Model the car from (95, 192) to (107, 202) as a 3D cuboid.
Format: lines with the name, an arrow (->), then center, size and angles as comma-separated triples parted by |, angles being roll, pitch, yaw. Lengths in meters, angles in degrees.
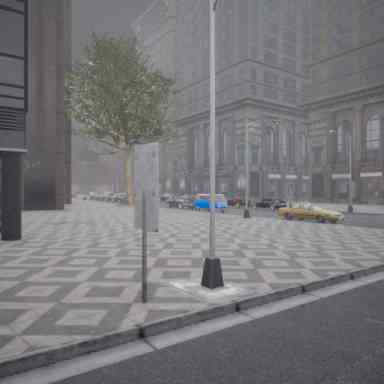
car -> -14.260, 0.915, 56.187 | 2.008, 1.369, 4.403 | 1, 0, -35

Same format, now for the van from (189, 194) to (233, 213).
van -> 1.852, 1.096, 33.174 | 1.690, 1.788, 3.998 | 1, 0, -35

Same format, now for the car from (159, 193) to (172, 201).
car -> -4.056, 0.887, 56.480 | 1.967, 1.590, 4.097 | 1, 0, -35

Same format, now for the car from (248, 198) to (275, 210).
car -> 8.828, 1.322, 38.072 | 1.947, 1.339, 4.313 | 1, 0, -35

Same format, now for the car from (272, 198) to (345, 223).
car -> 8.392, 1.403, 23.827 | 1.752, 1.417, 4.829 | 1, 0, -35

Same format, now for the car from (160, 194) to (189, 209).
car -> -1.372, 1.235, 37.777 | 2.008, 1.369, 4.403 | 1, 0, -35

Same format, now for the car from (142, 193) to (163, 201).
car -> -7.280, 0.917, 61.082 | 2.008, 1.369, 4.403 | 1, 0, -35

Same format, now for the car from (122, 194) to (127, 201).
car -> -7.719, 1.056, 46.845 | 1.752, 1.417, 4.829 | 1, 0, -35

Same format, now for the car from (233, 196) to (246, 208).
car -> 5.608, 1.230, 42.673 | 1.887, 1.381, 4.507 | 1, 0, -35

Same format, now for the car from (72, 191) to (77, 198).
car -> -27.144, 0.488, 74.593 | 1.967, 1.590, 4.097 | 1, 0, -35

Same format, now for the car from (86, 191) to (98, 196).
car -> -26.609, 0.478, 88.688 | 1.802, 1.307, 4.206 | 1, 0, -35

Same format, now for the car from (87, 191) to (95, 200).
car -> -17.481, 0.835, 60.789 | 2.008, 1.369, 4.403 | 1, 0, -35

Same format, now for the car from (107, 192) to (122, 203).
car -> -11.038, 0.997, 51.585 | 2.008, 1.369, 4.403 | 1, 0, -35

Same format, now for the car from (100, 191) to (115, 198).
car -> -20.166, 0.594, 79.486 | 1.887, 1.381, 4.507 | 1, 0, -35
